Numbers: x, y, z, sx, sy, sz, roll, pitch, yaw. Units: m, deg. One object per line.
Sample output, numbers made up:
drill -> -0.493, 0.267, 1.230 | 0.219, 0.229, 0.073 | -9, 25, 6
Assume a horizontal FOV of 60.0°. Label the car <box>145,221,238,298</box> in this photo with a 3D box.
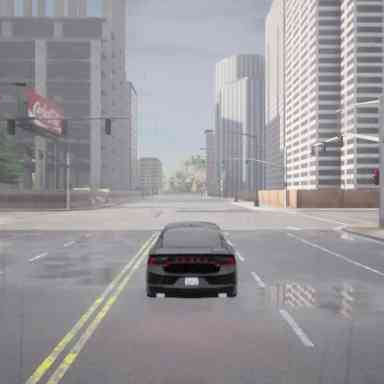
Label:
car -> -0.002, 1.477, 8.570 | 1.882, 1.535, 5.008 | 0, 0, 0
